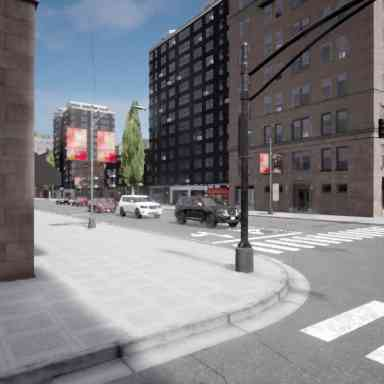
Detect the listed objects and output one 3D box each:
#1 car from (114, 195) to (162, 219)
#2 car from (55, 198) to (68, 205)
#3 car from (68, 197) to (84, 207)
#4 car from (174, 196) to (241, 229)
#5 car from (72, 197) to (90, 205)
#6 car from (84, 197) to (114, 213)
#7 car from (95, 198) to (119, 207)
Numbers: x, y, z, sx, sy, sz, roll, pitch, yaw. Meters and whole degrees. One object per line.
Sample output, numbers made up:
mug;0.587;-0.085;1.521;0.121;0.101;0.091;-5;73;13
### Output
car;-4.942;1.325;31.027;2.150;2.045;5.566;0;0;-36
car;-25.310;1.857;65.113;1.895;1.301;4.718;0;0;-36
car;-18.942;1.743;56.300;1.812;1.442;4.674;0;0;-36
car;0.927;1.286;22.894;2.150;2.045;5.566;0;0;-36
car;-22.136;1.749;66.269;2.128;1.511;4.902;0;0;-36
car;-10.601;1.492;38.878;2.097;1.767;4.553;0;0;-36
car;-14.127;1.700;55.181;2.128;1.511;4.902;0;0;-36
